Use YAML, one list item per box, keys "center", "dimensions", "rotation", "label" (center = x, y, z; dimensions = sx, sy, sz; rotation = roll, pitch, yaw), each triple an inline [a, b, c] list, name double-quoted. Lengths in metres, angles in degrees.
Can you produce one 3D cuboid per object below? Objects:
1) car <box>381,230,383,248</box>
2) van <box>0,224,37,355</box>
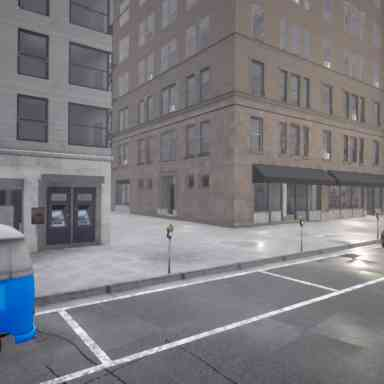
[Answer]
- center: [9.395, 1.582, 13.463]
  dimensions: [4.313, 1.339, 1.947]
  rotation: [0, 1, -36]
  label: "car"
- center: [-3.989, 1.341, 3.905]
  dimensions: [3.998, 1.788, 1.690]
  rotation: [0, 1, -36]
  label: "van"
